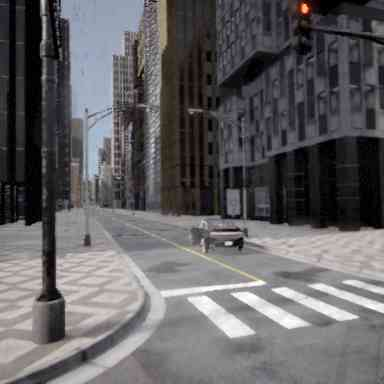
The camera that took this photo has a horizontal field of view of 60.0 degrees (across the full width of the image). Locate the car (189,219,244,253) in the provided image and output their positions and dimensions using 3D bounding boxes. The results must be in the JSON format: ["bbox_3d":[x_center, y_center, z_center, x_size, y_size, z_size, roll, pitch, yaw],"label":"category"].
[{"bbox_3d":[1.108,2.112,16.820,2.128,1.511,4.902,0,-2,-11],"label":"car"}]
